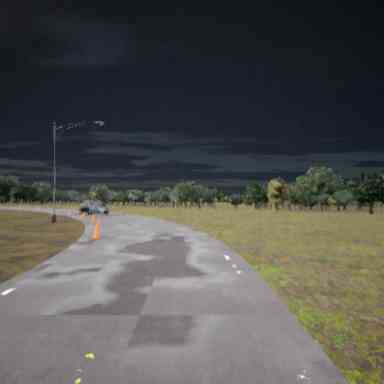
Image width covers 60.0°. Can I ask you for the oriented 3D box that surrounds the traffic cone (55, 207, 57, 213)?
[{"bbox_3d":[-15.311,2.010,37.241,0.340,0.580,0.340,1,-1,-43],"label":"traffic cone"}]

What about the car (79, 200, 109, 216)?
[{"bbox_3d":[-9.803,1.562,33.181,2.128,1.511,4.902,1,-1,-35],"label":"car"}]

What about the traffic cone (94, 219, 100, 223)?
[{"bbox_3d":[-5.880,1.977,21.023,0.340,0.580,0.340,0,0,-18],"label":"traffic cone"}]

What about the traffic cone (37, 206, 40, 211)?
[{"bbox_3d":[-18.707,2.005,40.526,0.340,0.580,0.340,0,-1,41],"label":"traffic cone"}]

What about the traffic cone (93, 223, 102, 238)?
[{"bbox_3d":[-4.705,1.966,16.446,0.340,0.580,0.340,0,0,-11],"label":"traffic cone"}]

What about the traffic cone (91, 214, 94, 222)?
[{"bbox_3d":[-7.552,1.988,25.444,0.340,0.580,0.340,1,0,-24],"label":"traffic cone"}]

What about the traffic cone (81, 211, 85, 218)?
[{"bbox_3d":[-9.699,2.000,29.654,0.340,0.580,0.340,1,0,-30],"label":"traffic cone"}]

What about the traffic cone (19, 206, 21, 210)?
[{"bbox_3d":[-22.443,1.991,43.419,0.340,0.580,0.340,0,-1,35],"label":"traffic cone"}]
